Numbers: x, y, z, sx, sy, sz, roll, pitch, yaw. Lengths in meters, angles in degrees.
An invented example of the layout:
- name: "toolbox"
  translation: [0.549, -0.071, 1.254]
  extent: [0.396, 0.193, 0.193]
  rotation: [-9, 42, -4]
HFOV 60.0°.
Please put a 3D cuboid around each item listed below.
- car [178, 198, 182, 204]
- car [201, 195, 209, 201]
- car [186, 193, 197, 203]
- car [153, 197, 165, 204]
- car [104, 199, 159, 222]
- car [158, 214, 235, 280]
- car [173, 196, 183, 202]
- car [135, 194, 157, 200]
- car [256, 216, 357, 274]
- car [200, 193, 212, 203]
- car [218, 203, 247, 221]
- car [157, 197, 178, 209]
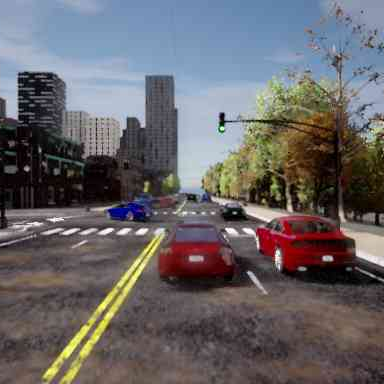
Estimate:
- name: "car"
  translation: [-3.310, 1.605, 63.335]
  extent: [2.033, 1.411, 5.357]
  rotation: [0, 0, 0]
- name: "car"
  translation: [3.189, 1.429, 84.415]
  extent: [1.812, 1.442, 4.674]
  rotation: [0, 0, 0]
- name: "car"
  translation: [-0.054, 1.283, 74.024]
  extent: [2.150, 2.045, 5.566]
  rotation: [0, 0, 0]
- name: "car"
  translation: [-6.547, 1.660, 65.579]
  extent: [1.895, 1.301, 4.718]
  rotation: [0, 0, 0]
- name: "car"
  translation: [-5.146, 1.553, 26.749]
  extent: [4.674, 1.442, 1.812]
  rotation: [0, -1, 39]
- name: "car"
  translation: [0.096, 1.574, 9.995]
  extent: [1.994, 1.385, 4.181]
  rotation: [0, 0, 0]
- name: "car"
  translation: [-3.304, 1.595, 78.386]
  extent: [2.033, 1.411, 5.357]
  rotation: [0, 0, 0]
- name: "car"
  translation: [-6.613, 1.264, 46.182]
  extent: [2.150, 2.045, 5.566]
  rotation: [0, 0, 0]
- name: "car"
  translation: [3.341, 1.489, 10.674]
  extent: [1.882, 1.535, 5.008]
  rotation: [0, 0, 0]
- name: "car"
  translation: [3.196, 1.283, 74.027]
  extent: [2.150, 2.045, 5.566]
  rotation: [0, 0, 0]
- name: "car"
  translation: [3.332, 1.593, 27.884]
  extent: [1.994, 1.385, 4.181]
  rotation: [0, 0, 0]
- name: "car"
  translation: [-3.366, 1.521, 46.038]
  extent: [1.882, 1.535, 5.008]
  rotation: [0, 0, 0]
